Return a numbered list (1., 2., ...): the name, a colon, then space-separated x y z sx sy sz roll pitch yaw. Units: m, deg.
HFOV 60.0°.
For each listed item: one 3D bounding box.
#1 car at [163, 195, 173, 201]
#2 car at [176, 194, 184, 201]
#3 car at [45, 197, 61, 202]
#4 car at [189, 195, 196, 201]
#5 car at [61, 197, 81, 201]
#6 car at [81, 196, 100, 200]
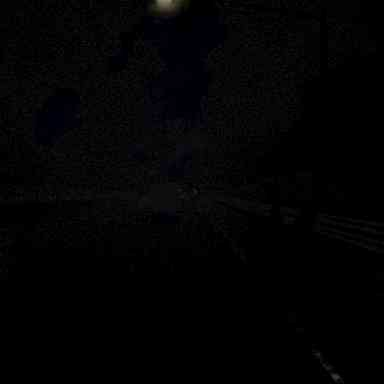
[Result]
1. car: -6.988 1.711 93.041 1.812 1.442 4.674 0 0 0
2. car: -3.488 1.744 93.840 1.994 1.385 4.181 0 0 0
3. car: -24.498 1.538 59.227 1.812 1.442 4.674 0 0 0
4. car: 0.012 1.731 93.457 2.033 1.411 5.357 0 0 0
5. car: -20.997 1.623 59.247 1.895 1.301 4.718 0 0 0
6. car: -17.504 1.519 59.339 2.128 1.511 4.902 0 0 0
